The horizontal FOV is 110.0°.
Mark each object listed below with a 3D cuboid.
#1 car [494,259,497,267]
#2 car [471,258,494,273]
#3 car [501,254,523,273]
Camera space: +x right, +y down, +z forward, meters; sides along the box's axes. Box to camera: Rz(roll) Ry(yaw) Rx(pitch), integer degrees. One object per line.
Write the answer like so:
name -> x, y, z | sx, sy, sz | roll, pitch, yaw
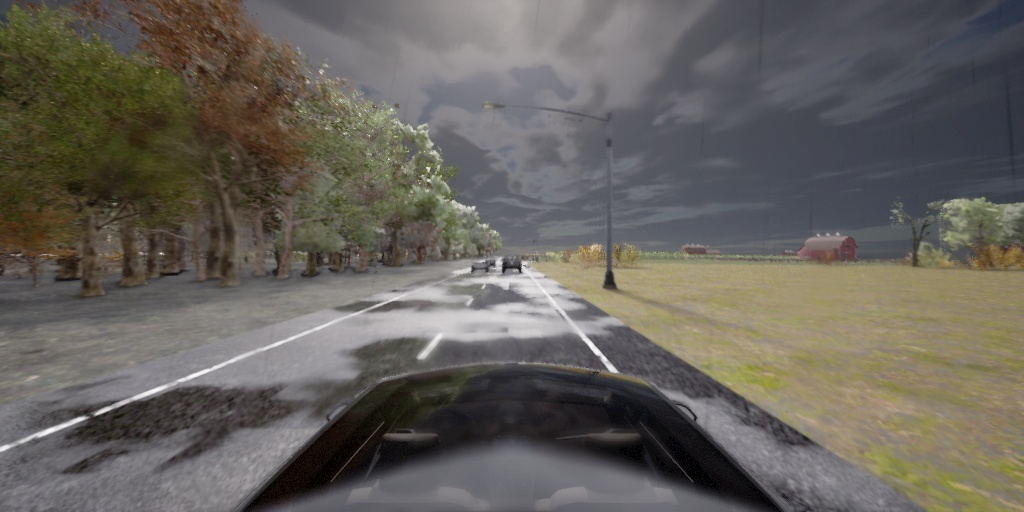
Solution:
car -> -3.449, 0.984, 55.970 | 1.837, 1.490, 4.892 | 0, 0, 0
car -> -3.487, 1.053, 40.379 | 2.128, 1.511, 4.902 | 0, 0, 0
car -> 0.005, 0.788, 39.625 | 2.150, 2.045, 5.566 | 0, 1, 0
